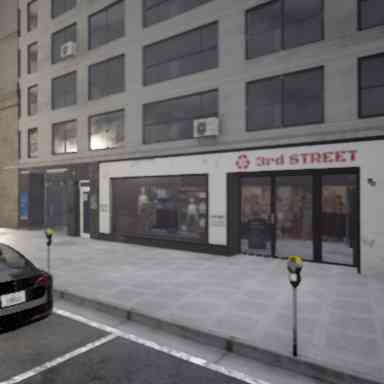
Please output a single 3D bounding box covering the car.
[{"bbox_3d":[-4.255,1.575,6.000,4.313,1.339,1.947,0,0,35],"label":"car"}]
